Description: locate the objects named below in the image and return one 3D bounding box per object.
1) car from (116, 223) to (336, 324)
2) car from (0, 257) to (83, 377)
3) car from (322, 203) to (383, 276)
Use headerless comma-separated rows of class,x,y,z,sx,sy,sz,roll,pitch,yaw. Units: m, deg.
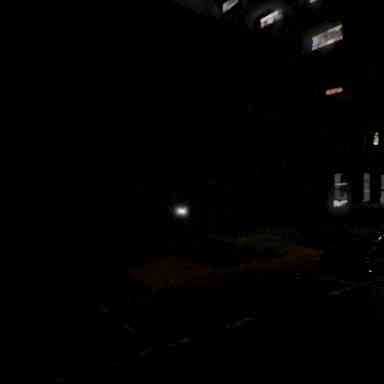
car,0.839,1.516,7.146,4.829,1.417,1.752,0,1,-36
car,-3.556,1.567,4.009,4.313,1.339,1.947,0,1,-36
car,5.512,1.294,10.478,5.009,1.841,2.192,0,1,-36
